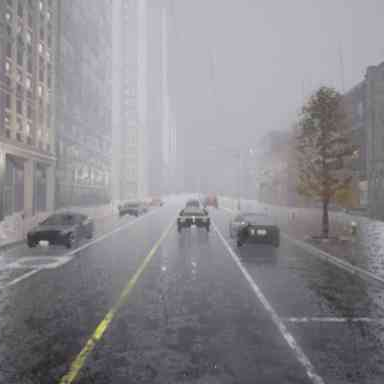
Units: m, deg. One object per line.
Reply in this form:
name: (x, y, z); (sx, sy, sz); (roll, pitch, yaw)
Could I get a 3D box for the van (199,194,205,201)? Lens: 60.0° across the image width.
van: (2.698, 1.462, 91.869); (1.690, 1.788, 3.998); (1, 0, 0)

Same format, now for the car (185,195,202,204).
car: (0.096, 1.583, 45.364); (1.837, 1.490, 4.892); (0, 0, 0)

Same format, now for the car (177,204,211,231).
car: (0.098, 1.640, 20.858); (1.895, 1.301, 4.718); (0, 0, 0)

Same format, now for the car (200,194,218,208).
car: (2.701, 1.397, 48.240); (2.192, 1.841, 5.009); (1, 0, 0)

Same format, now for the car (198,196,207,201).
car: (2.695, 1.668, 86.391); (2.008, 1.369, 4.403); (1, 0, 0)

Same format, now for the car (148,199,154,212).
car: (-5.682, 1.647, 37.144); (1.802, 1.307, 4.206); (1, 0, 0)

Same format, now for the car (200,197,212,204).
car: (2.696, 1.665, 64.878); (1.947, 1.339, 4.313); (1, 0, 0)

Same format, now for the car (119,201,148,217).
car: (-5.682, 1.622, 31.598); (1.947, 1.339, 4.313); (1, 0, 0)

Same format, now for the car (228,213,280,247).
car: (2.700, 1.596, 14.964); (1.947, 1.339, 4.313); (1, 0, 0)

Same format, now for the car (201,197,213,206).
car: (2.697, 1.639, 59.332); (1.887, 1.381, 4.507); (1, 0, 0)

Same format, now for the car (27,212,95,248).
car: (-5.680, 1.595, 14.960); (1.947, 1.339, 4.313); (1, 0, 0)

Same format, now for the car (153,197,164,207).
car: (-5.681, 1.528, 53.782); (1.967, 1.590, 4.097); (1, 0, 0)
